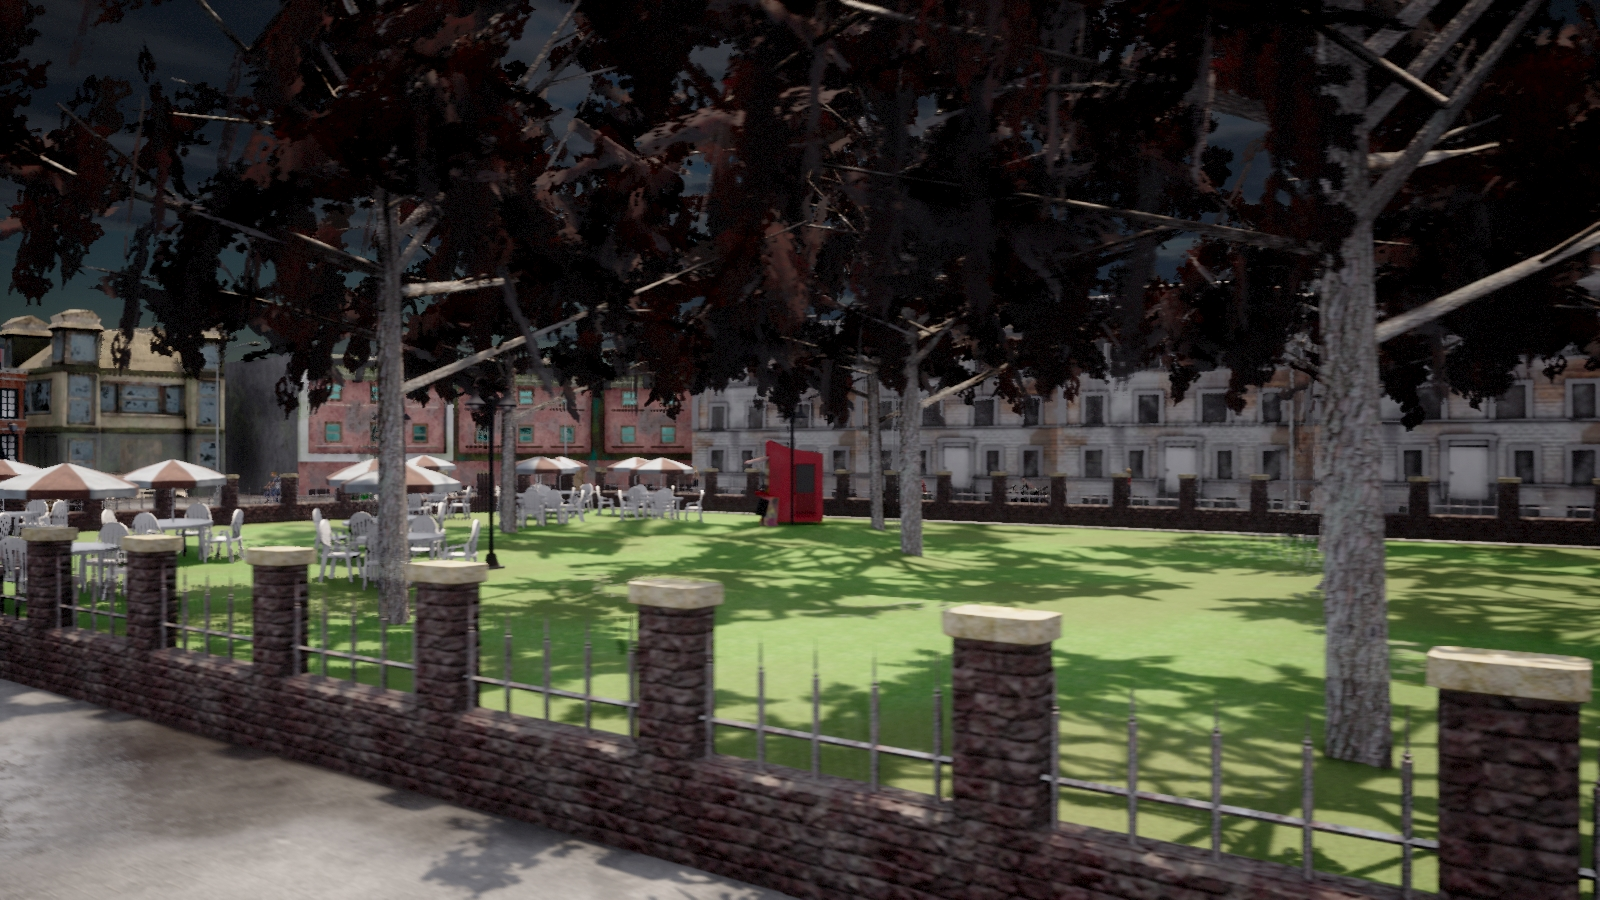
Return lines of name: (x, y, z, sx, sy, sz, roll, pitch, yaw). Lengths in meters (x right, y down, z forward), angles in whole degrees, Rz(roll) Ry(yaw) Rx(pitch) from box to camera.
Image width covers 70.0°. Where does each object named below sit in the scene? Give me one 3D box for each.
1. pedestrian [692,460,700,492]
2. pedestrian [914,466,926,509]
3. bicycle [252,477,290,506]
pedestrian: (-6.051, 1.531, 66.447, 0.375, 1.860, 0.375, 0, 0, 19)
pedestrian: (5.241, 1.632, 49.852, 0.375, 1.860, 0.375, 0, 0, 39)
bicycle: (-24.835, 1.944, 53.693, 0.373, 1.296, 1.643, 0, 1, 35)
